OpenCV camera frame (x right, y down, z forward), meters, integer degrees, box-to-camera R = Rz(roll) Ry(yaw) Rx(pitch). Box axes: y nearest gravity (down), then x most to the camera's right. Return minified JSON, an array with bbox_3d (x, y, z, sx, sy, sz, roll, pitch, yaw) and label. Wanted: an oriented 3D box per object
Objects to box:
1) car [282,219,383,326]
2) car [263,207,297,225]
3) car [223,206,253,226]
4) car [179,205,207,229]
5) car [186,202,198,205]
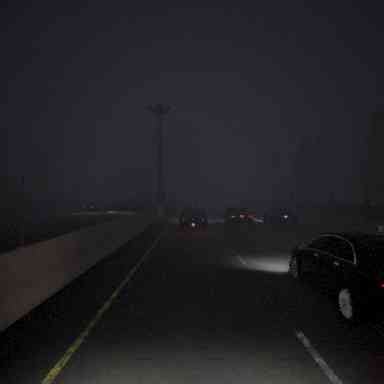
[{"bbox_3d":[3.594,1.591,7.213,1.837,1.490,4.892,0,0,0],"label":"car"},{"bbox_3d":[7.079,1.880,27.094,1.994,1.385,4.181,0,-1,0],"label":"car"},{"bbox_3d":[3.579,1.856,26.476,2.033,1.411,5.357,0,-1,0],"label":"car"},{"bbox_3d":[0.082,1.881,23.958,1.895,1.301,4.718,0,-1,0],"label":"car"},{"bbox_3d":[-0.007,1.969,40.859,2.128,1.511,4.902,0,-1,-1],"label":"car"}]
